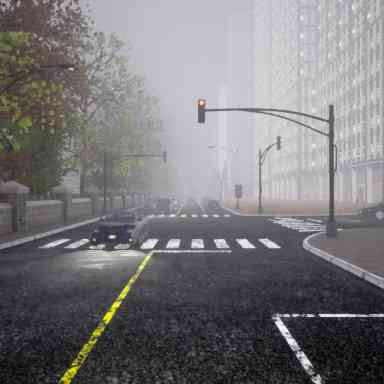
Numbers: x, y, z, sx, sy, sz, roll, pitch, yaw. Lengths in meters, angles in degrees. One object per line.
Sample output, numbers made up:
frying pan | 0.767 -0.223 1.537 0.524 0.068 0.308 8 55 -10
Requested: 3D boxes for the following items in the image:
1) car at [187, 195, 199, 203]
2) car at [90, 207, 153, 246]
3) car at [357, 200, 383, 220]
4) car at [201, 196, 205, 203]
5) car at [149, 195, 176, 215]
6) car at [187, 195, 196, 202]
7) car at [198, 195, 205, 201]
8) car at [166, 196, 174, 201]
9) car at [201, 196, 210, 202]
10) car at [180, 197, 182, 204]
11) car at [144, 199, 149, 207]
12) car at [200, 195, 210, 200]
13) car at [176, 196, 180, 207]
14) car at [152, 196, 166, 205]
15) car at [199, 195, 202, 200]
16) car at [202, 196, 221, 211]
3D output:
car | -0.062 1.578 69.246 1.812 1.442 4.674 0 0 0
car | -3.115 1.568 15.011 1.994 1.385 4.181 0 0 0
car | 14.932 1.239 24.769 4.892 1.490 1.837 -1 0 0
car | 2.649 1.592 47.178 1.947 1.339 4.313 0 0 0
car | -2.952 1.367 34.333 2.097 1.767 4.553 0 0 -3
car | -0.069 1.482 78.830 2.033 1.411 5.357 0 0 0
car | 2.610 1.642 92.237 2.008 1.369 4.403 0 0 0
car | -5.765 1.626 86.597 1.887 1.381 4.507 0 0 0
car | 3.082 1.590 76.858 1.812 1.442 4.674 0 0 0
car | -3.088 1.540 66.735 2.128 1.511 4.902 0 0 1
car | -5.731 1.608 47.171 1.802 1.307 4.206 0 0 0
car | 2.645 1.597 52.811 1.947 1.339 4.313 0 0 0
car | -3.138 1.554 49.579 1.812 1.442 4.674 0 0 0
car | -5.740 1.478 58.436 1.967 1.590 4.097 0 0 0
car | 3.052 1.406 69.828 2.097 1.767 4.553 0 0 0
car | 2.654 1.587 41.546 1.947 1.339 4.313 0 0 0
